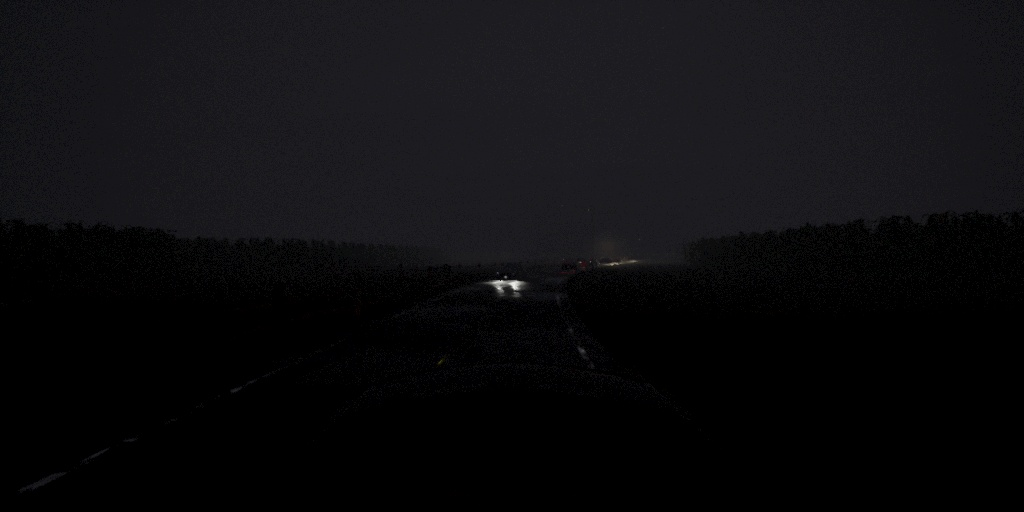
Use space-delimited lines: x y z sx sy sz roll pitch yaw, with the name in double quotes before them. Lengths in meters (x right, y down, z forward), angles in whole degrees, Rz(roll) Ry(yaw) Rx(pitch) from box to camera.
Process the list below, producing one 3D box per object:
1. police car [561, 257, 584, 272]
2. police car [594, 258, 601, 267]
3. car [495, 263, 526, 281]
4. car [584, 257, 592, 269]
"police car" 7.453 1.105 45.173 1.930 1.638 5.238 0 0 17
"police car" 12.990 1.054 59.919 1.930 1.638 5.238 0 0 24
"car" 0.017 1.262 30.562 2.033 1.411 5.357 0 0 11
"car" 10.673 1.000 54.331 2.097 1.767 4.553 0 0 21
